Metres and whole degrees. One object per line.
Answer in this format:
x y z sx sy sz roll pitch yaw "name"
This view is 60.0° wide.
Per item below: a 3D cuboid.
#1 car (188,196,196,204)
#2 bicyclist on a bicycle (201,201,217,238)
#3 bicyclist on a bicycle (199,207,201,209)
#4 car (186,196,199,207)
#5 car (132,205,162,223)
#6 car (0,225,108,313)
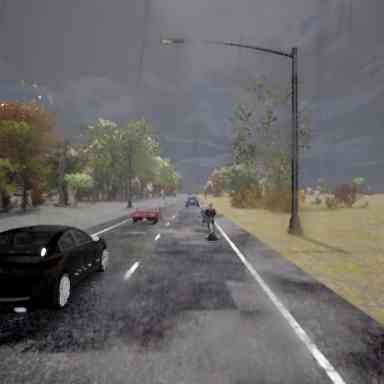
-0.003 1.755 73.849 1.837 1.490 4.892 0 0 0 "car"
0.966 1.429 17.159 0.659 1.776 1.843 0 0 0 "bicyclist on a bicycle"
0.983 1.526 26.303 0.866 1.612 1.509 0 0 0 "bicyclist on a bicycle"
0.095 1.542 55.421 2.097 1.767 4.553 0 0 0 "car"
-3.404 1.689 26.144 1.895 1.301 4.718 0 0 0 "car"
-3.401 1.504 7.844 1.882 1.535 5.008 0 0 0 "car"
